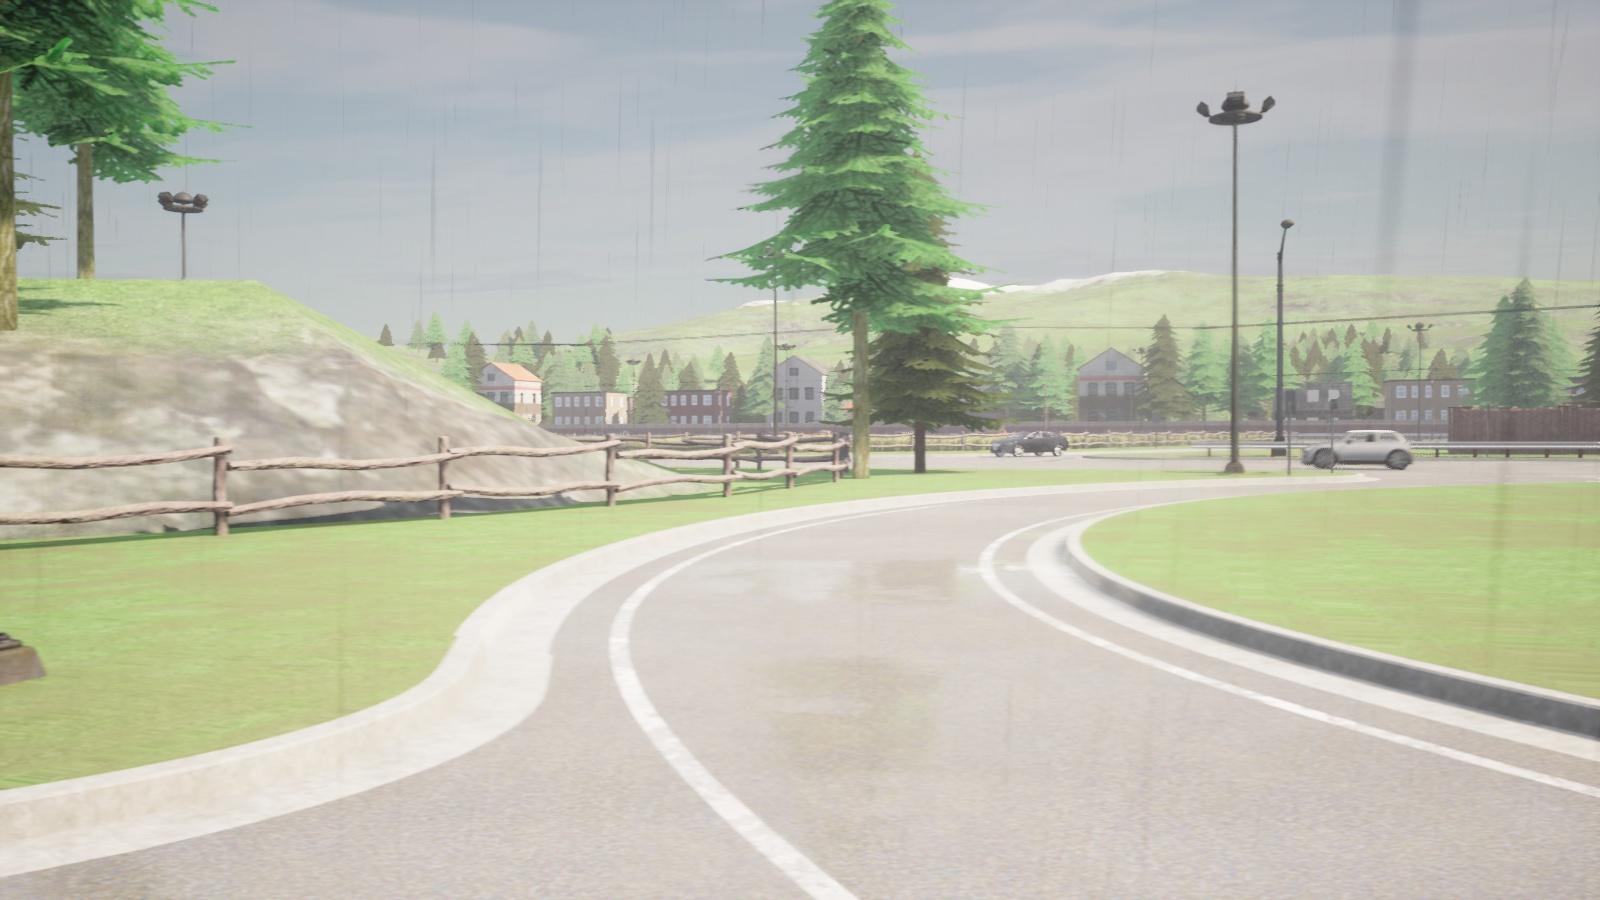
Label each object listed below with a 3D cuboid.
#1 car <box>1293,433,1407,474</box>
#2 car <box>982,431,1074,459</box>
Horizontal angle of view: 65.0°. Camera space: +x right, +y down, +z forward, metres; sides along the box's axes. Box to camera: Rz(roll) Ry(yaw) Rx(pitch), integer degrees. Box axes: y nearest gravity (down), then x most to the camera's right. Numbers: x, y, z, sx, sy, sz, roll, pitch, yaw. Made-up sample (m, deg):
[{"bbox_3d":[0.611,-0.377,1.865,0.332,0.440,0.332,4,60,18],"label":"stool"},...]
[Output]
[{"bbox_3d":[20.751,0.109,47.537,3.806,1.475,1.970,1,1,18],"label":"car"},{"bbox_3d":[12.951,-0.310,71.255,4.902,1.511,2.128,0,1,-30],"label":"car"}]
